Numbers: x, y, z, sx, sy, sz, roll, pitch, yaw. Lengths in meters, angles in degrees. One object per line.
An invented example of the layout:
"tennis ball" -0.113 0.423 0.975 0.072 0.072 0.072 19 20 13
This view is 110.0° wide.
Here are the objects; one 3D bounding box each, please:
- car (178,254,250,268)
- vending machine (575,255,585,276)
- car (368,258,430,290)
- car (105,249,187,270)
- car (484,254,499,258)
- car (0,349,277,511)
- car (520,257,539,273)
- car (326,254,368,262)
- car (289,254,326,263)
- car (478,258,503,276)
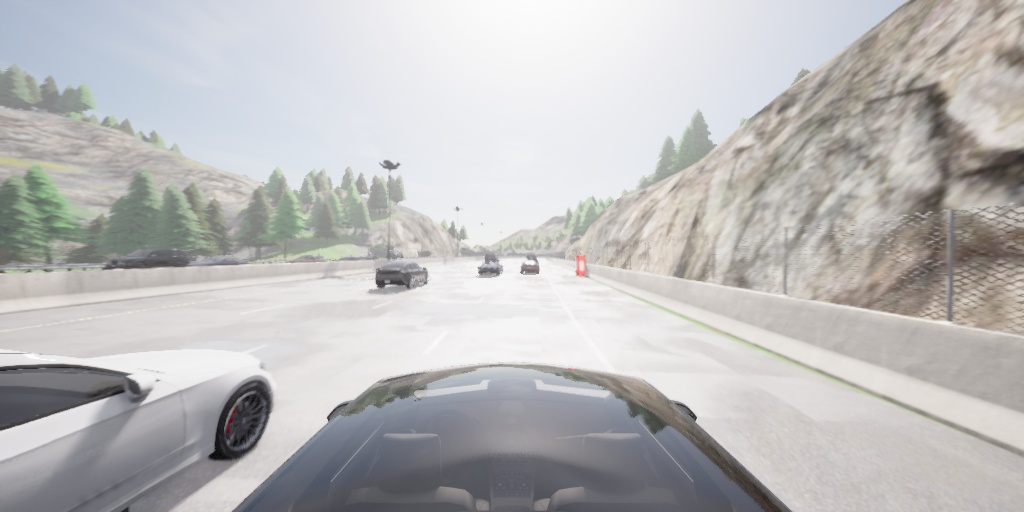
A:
"car" -26.666 0.787 32.770 2.033 1.411 5.357 1 0 4
"vending machine" 6.542 0.865 34.363 1.100 2.100 0.880 0 0 3
"car" -6.290 1.073 21.021 1.837 1.490 4.892 0 0 4
"car" -30.336 0.427 30.196 2.150 2.045 5.566 1 0 4
"car" -3.632 0.610 63.152 2.150 2.045 5.566 1 0 3
"car" -3.505 1.228 1.974 1.812 1.442 4.674 0 0 0
"car" 1.960 1.147 39.414 1.994 1.385 4.181 1 0 3
"car" -19.109 0.798 41.767 1.837 1.490 4.892 1 1 4
"car" -22.711 0.607 40.026 2.097 1.767 4.553 1 0 4
"car" -1.950 1.159 34.244 1.895 1.301 4.718 1 0 4
